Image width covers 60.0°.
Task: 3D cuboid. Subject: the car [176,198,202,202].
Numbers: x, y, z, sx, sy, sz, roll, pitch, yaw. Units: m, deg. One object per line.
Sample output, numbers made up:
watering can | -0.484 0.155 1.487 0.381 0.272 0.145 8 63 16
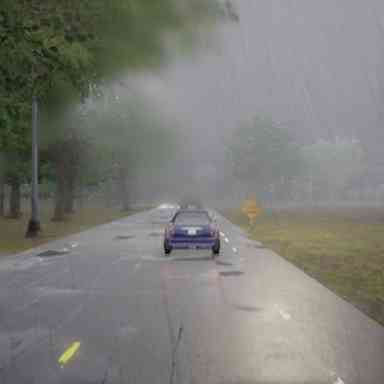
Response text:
car | 0.003 1.513 29.021 2.150 2.045 5.566 0 0 0

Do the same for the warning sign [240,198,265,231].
warning sign | 3.549 1.312 19.723 1.300 1.860 1.060 0 -1 0

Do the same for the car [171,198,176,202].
car | -3.495 2.132 71.831 2.097 1.767 4.553 0 -1 0

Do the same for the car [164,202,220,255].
car | 0.004 1.488 14.084 2.097 1.767 4.553 0 -1 0
